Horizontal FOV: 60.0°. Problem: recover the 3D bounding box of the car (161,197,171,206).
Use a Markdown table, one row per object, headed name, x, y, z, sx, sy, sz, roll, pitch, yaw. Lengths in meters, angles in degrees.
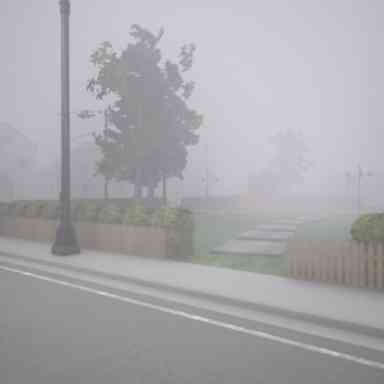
| name | x | y | z | sx | sy | sz | roll | pitch | yaw |
| --- | --- | --- | --- | --- | --- | --- | --- | --- | --- |
| car | -5.619 | 1.681 | 56.116 | 2.128 | 1.511 | 4.902 | 0 | 0 | 35 |
